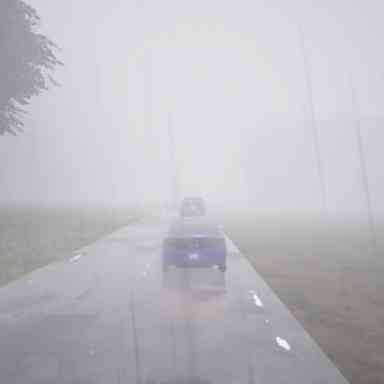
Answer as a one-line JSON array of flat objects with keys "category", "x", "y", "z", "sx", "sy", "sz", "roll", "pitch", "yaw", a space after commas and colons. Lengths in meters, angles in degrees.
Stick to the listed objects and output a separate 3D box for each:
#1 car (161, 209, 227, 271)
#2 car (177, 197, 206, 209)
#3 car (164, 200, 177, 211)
[{"category": "car", "x": 0.071, "y": 1.571, "z": 11.331, "sx": 1.882, "sy": 1.535, "sz": 5.008, "roll": 0, "pitch": 0, "yaw": 0}, {"category": "car", "x": 0.090, "y": 1.446, "z": 29.408, "sx": 2.150, "sy": 2.045, "sz": 5.566, "roll": 0, "pitch": -1, "yaw": 0}, {"category": "car", "x": -2.831, "y": 1.796, "z": 45.970, "sx": 1.882, "sy": 1.535, "sz": 5.008, "roll": 0, "pitch": 0, "yaw": 0}]
